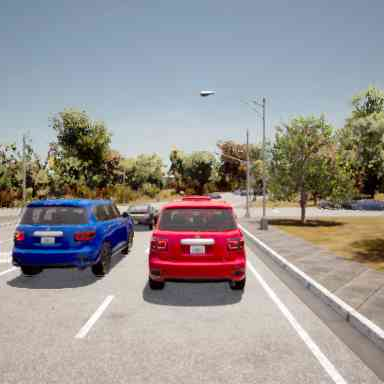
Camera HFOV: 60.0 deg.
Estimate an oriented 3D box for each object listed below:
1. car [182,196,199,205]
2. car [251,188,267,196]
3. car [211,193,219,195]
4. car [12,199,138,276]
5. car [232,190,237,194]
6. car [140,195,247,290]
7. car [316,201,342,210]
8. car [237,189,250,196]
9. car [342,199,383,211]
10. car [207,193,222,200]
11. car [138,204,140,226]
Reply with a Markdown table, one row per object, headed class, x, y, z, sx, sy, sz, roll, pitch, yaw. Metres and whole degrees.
| class | x | y | z | sx | sy | sz | roll | pitch | yaw |
| --- | --- | --- | --- | --- | --- | --- | --- | --- | --- |
| car | -0.264 | 1.539 | 63.172 | 1.812 | 1.442 | 4.674 | 0 | 1 | 19 |
| car | 17.566 | -0.091 | 85.080 | 2.150 | 2.045 | 5.566 | 0 | 3 | 33 |
| car | 0.281 | 1.257 | 19.603 | 2.150 | 2.045 | 5.566 | 0 | 0 | 1 |
| car | -3.363 | 1.232 | 10.512 | 2.150 | 2.045 | 5.566 | 0 | 0 | 1 |
| car | 12.667 | 0.030 | 90.477 | 1.882 | 1.535 | 5.008 | 0 | 3 | 33 |
| car | 0.129 | 1.229 | 9.235 | 2.150 | 2.045 | 5.566 | 0 | 0 | 0 |
| car | 18.570 | 1.521 | 42.754 | 4.892 | 1.490 | 1.837 | -1 | 0 | 3 |
| car | 14.251 | 0.249 | 86.364 | 2.128 | 1.511 | 4.902 | 0 | 3 | 33 |
| car | 20.512 | 1.526 | 39.130 | 4.181 | 1.385 | 1.994 | -1 | 0 | 3 |
| car | 5.245 | 1.014 | 77.059 | 1.994 | 1.385 | 4.181 | 0 | 2 | 23 |
| car | -3.168 | 1.533 | 21.367 | 2.128 | 1.511 | 4.902 | 0 | 0 | 1 |
